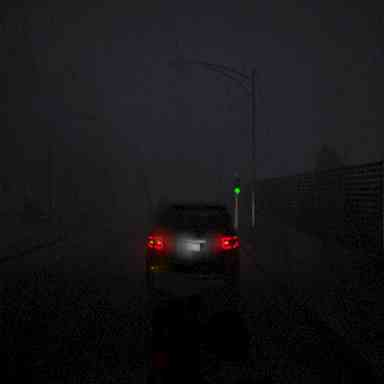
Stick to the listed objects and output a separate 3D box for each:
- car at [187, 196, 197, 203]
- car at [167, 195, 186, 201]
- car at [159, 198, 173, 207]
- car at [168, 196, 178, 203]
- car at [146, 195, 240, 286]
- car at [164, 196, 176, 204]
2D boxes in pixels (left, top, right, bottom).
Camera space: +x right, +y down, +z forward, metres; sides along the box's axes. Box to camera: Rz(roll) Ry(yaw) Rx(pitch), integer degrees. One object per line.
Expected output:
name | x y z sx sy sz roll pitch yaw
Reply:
car | -0.057 1.558 70.679 2.033 1.411 5.357 0 0 0
car | -4.028 1.496 87.347 5.008 1.535 1.882 0 0 40
car | -4.170 1.612 53.535 1.895 1.301 4.718 0 0 0
car | -4.106 1.568 73.283 1.994 1.385 4.181 0 0 0
car | 0.034 1.225 9.549 2.150 2.045 5.566 0 0 0
car | -4.145 1.561 63.298 2.033 1.411 5.357 0 0 0
